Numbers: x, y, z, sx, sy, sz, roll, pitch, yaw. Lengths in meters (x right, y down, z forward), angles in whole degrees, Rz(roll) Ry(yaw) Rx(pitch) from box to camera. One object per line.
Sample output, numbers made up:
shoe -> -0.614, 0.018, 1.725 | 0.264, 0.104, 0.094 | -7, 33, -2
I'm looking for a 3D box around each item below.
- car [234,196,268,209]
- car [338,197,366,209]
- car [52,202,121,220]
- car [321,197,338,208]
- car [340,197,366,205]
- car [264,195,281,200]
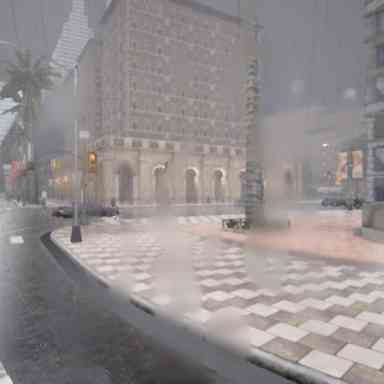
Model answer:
car -> 8.044, 1.447, 45.515 | 4.902, 1.511, 2.128 | 0, 0, -30
car -> 22.951, 1.465, 45.899 | 4.902, 1.511, 2.128 | 0, 0, -30
car -> -8.653, 1.504, 27.544 | 5.357, 1.411, 2.033 | 0, 0, -43
car -> 21.181, 1.459, 48.918 | 4.902, 1.511, 2.128 | 0, 0, -30
car -> 27.386, 1.531, 56.645 | 4.181, 1.385, 1.994 | 0, 0, -30
car -> 22.427, 1.512, 92.497 | 1.895, 1.301, 4.718 | 0, 0, -30
